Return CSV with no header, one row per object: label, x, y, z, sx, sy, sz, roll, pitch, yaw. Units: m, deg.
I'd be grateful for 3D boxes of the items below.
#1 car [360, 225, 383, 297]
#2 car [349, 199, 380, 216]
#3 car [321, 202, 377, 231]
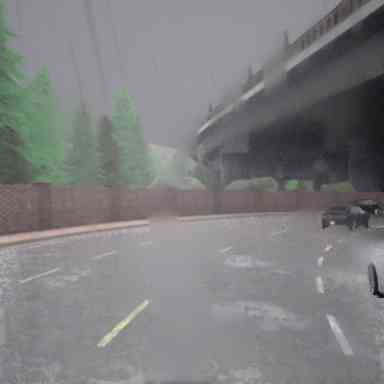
car,4.526,1.580,5.648,1.812,1.442,4.674,0,0,13
car,17.280,1.557,34.677,4.553,1.767,2.097,1,0,-22
car,10.114,1.624,21.644,1.837,1.490,4.892,0,-1,45
